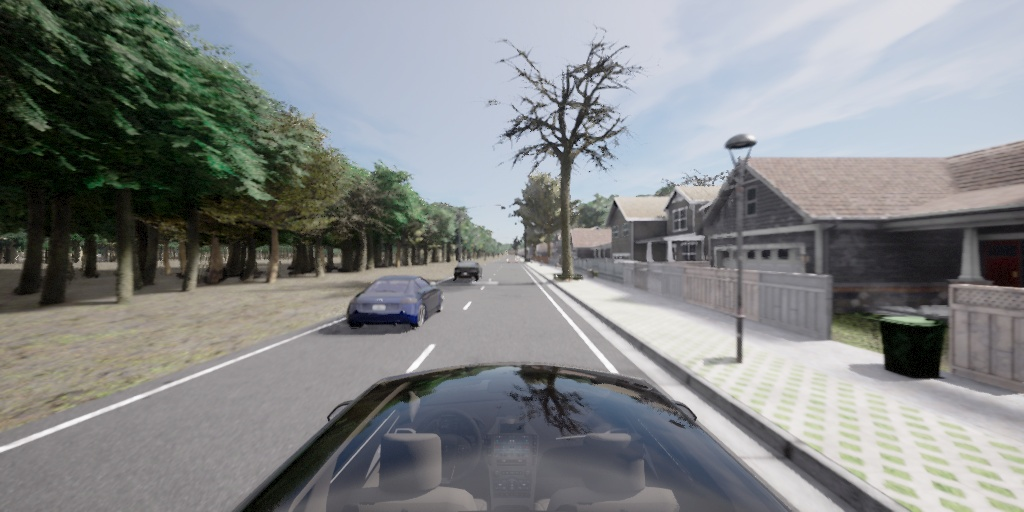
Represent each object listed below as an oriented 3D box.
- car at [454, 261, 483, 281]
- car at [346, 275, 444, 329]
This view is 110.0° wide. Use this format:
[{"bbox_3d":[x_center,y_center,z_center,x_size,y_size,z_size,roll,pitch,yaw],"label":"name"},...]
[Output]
[{"bbox_3d":[-3.399,1.122,28.439,1.882,1.535,5.008,0,0,0],"label":"car"},{"bbox_3d":[-3.400,1.282,11.172,1.994,1.385,4.181,0,0,0],"label":"car"}]
